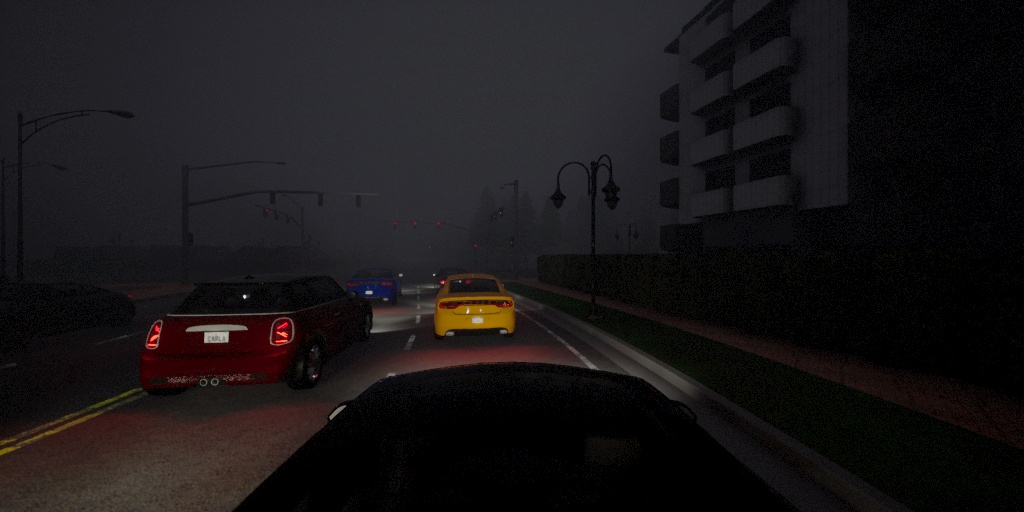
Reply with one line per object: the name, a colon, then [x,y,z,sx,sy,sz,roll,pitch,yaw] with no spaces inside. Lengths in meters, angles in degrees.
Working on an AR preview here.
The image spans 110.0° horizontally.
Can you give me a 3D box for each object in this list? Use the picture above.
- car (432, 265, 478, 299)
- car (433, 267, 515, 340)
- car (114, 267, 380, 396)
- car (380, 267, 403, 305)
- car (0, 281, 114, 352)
car: [-3.289,1.297,19.713,2.033,1.411,5.357,0,0,-14]
car: [-1.161,1.228,10.121,1.882,1.535,5.008,0,0,-10]
car: [-4.214,1.102,6.878,2.097,1.767,4.553,0,0,-8]
car: [-5.976,1.228,15.939,1.882,1.535,5.008,0,0,-14]
car: [-11.602,1.314,8.562,1.994,1.385,4.181,0,0,-11]
